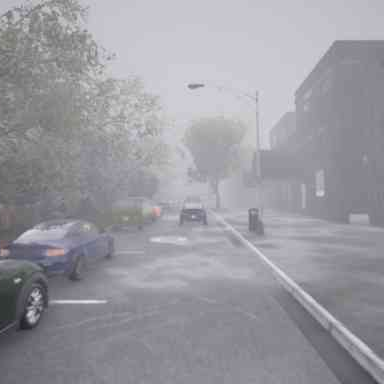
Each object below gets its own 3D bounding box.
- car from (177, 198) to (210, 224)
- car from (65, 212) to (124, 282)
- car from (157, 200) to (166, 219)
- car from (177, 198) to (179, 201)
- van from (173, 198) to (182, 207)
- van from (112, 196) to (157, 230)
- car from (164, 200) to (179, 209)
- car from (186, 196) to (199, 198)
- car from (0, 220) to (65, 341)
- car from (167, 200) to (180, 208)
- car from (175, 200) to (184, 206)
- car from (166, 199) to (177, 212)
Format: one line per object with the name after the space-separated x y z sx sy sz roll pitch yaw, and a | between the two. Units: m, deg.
0.100 1.492 24.818 1.882 1.535 5.008 0 0 0 | car
-3.652 1.526 9.707 2.002 1.452 4.674 0 0 2 | car
-3.654 1.370 26.390 2.185 1.767 4.553 0 0 2 | car
-3.636 2.079 54.230 2.097 1.535 5.008 1 -2 2 | car
-3.625 2.597 82.199 1.878 1.987 4.442 1 -1 2 | van
-3.649 1.267 20.968 1.878 1.987 4.442 0 0 2 | van
-3.643 2.233 59.790 2.097 1.535 5.008 0 -1 2 | car
0.101 1.504 42.787 2.150 2.045 5.566 0 -1 0 | car
-3.654 1.357 4.108 2.185 1.767 4.553 0 0 2 | car
-3.646 2.417 65.394 2.163 1.488 4.792 0 -1 2 | car
-3.401 3.087 93.443 2.231 1.521 4.892 0 -1 2 | car
-3.634 1.801 43.125 2.163 1.488 4.792 1 -2 2 | car
